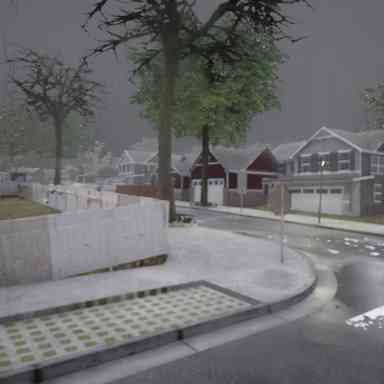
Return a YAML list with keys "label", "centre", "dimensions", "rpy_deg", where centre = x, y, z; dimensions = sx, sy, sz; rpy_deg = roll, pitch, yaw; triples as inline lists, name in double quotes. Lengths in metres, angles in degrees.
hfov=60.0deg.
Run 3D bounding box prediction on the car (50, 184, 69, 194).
- label: "car"
  centre: [-18.660, -0.454, 46.659]
  dimensions: [2.128, 1.511, 4.902]
  rpy_deg: [1, 2, -35]
